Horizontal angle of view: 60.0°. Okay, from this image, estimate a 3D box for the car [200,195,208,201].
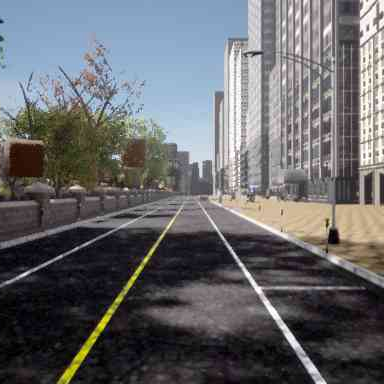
[{"bbox_3d":[3.000,1.570,85.189,1.882,1.535,5.008,0,0,0],"label":"car"}]
